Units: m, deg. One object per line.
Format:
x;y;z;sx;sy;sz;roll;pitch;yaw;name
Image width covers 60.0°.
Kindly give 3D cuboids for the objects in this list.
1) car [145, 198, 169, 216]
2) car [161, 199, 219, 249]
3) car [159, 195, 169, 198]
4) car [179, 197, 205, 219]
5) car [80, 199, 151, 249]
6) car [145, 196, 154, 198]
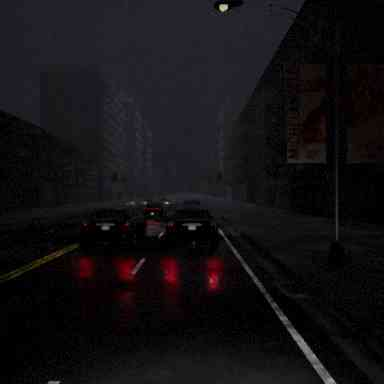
-3.250;1.528;29.650;1.837;1.490;4.892;0;0;0;car
0.000;1.368;14.620;2.097;1.767;4.553;0;0;0;car
-6.499;1.400;76.637;2.097;1.767;4.553;0;0;0;car
0.000;1.377;29.620;2.097;1.767;4.553;0;0;0;car
-3.250;1.368;14.620;2.097;1.767;4.553;0;0;0;car
-9.749;1.597;76.606;1.994;1.385;4.181;0;0;0;car
